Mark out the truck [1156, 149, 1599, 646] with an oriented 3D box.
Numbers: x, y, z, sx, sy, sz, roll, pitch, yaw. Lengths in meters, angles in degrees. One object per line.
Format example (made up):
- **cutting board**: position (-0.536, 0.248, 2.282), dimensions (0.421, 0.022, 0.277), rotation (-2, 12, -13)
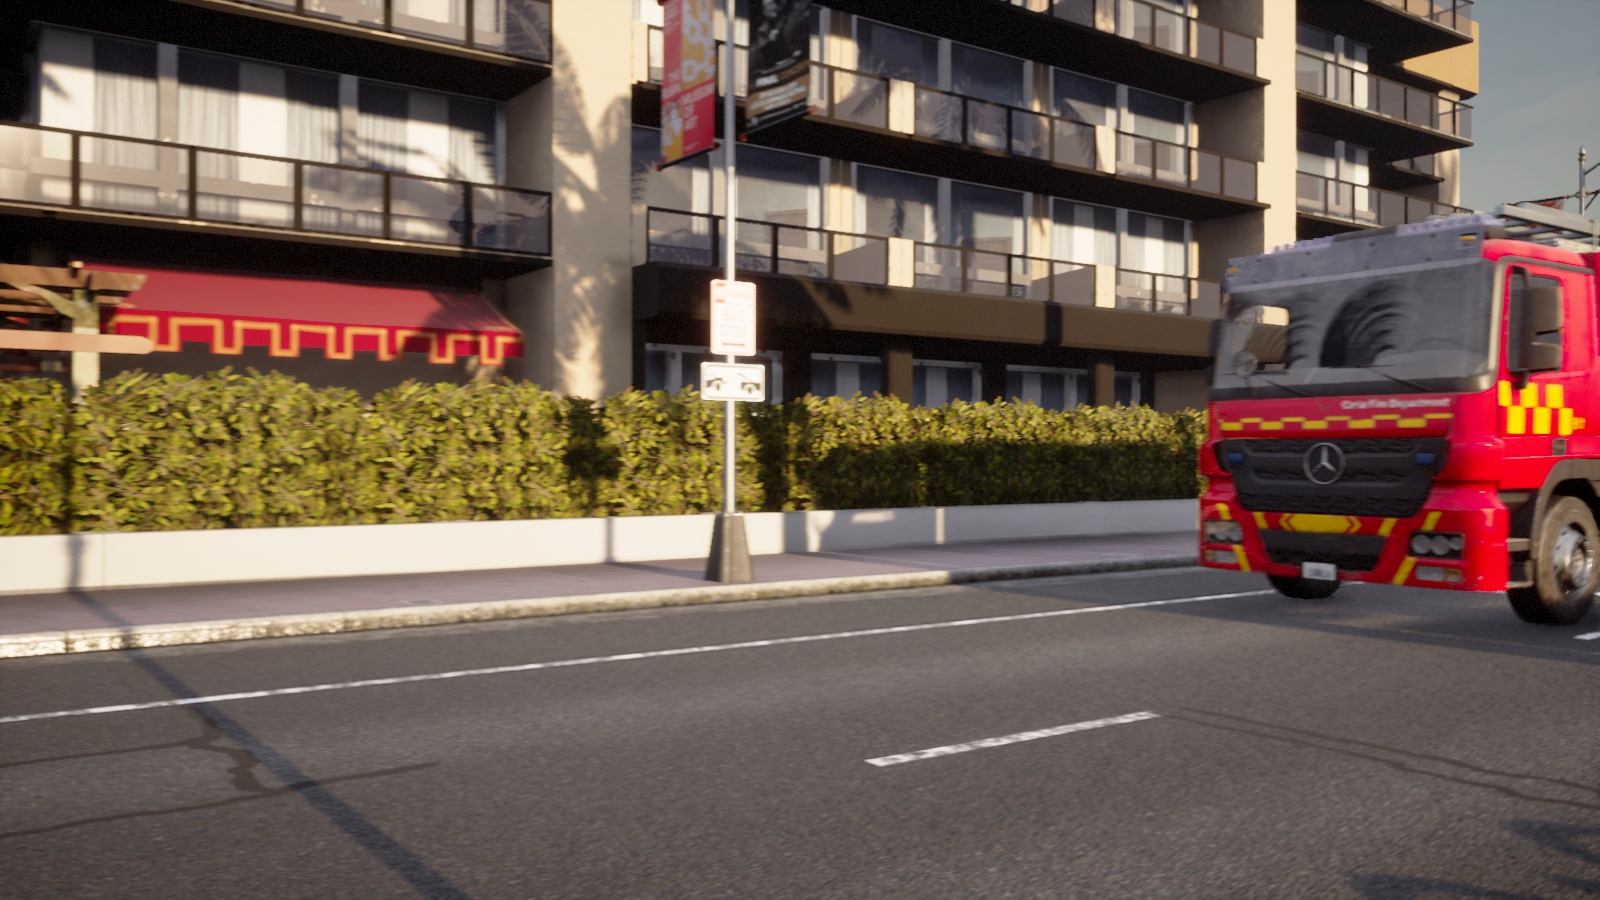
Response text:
- **truck**: position (7.707, -0.404, 13.282), dimensions (8.468, 3.827, 2.891), rotation (0, 0, -35)
